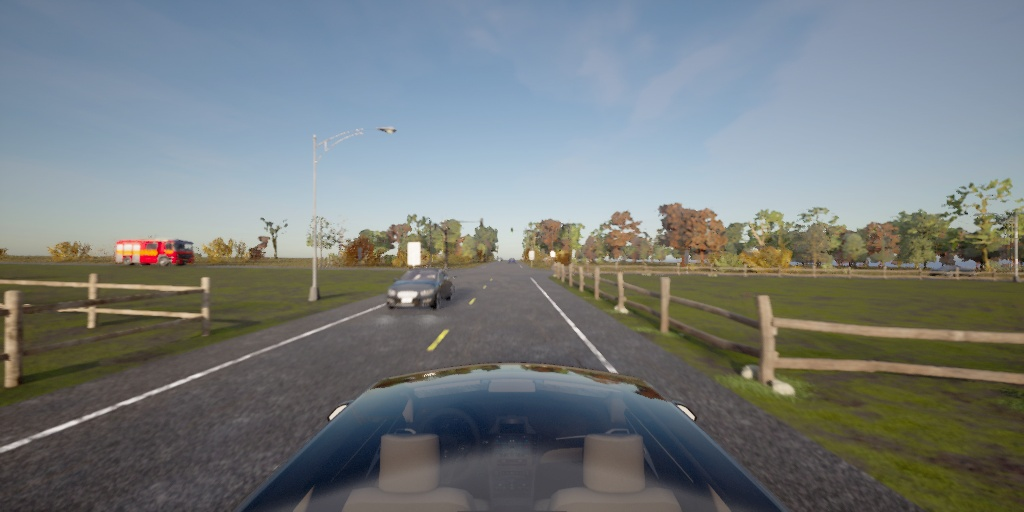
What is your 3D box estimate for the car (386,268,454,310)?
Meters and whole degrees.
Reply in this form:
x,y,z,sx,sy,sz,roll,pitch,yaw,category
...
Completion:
x,y,z,sx,sy,sz,roll,pitch,yaw,category
-3.598,1.246,14.737,2.128,1.511,4.902,0,0,0,car
